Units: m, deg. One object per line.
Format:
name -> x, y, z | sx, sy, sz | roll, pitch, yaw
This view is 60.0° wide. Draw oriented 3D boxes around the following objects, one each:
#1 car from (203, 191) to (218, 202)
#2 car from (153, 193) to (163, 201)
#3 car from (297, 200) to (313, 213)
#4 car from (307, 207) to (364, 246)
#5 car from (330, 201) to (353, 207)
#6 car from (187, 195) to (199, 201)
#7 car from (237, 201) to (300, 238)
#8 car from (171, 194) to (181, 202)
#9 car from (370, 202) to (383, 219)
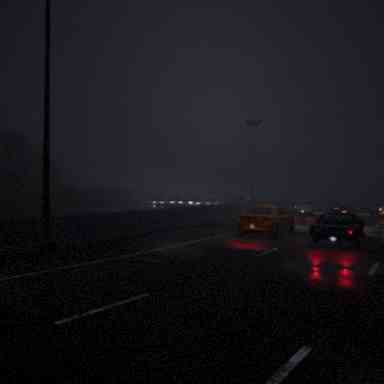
car -> 3.669, 0.872, 67.701 | 2.150, 2.045, 5.566 | 1, 0, -8
car -> -6.695, 1.051, 65.894 | 1.837, 1.490, 4.892 | 1, 0, -8
car -> 10.637, 1.484, 31.969 | 1.812, 1.442, 4.674 | 1, 1, 18
car -> 6.845, 1.601, 15.375 | 1.895, 1.301, 4.718 | 1, 0, 30
car -> 13.945, 1.534, 30.831 | 1.812, 1.442, 4.674 | 1, 1, 18
car -> 0.209, 1.223, 67.125 | 1.895, 1.301, 4.718 | 1, 0, -8
car -> 4.014, 1.428, 17.490 | 1.882, 1.535, 5.008 | 1, 1, 30
car -> -3.215, 1.061, 66.239 | 1.882, 1.535, 5.008 | 1, 0, -8
car -> 17.255, 1.584, 29.695 | 1.812, 1.442, 4.674 | 1, 1, 18
